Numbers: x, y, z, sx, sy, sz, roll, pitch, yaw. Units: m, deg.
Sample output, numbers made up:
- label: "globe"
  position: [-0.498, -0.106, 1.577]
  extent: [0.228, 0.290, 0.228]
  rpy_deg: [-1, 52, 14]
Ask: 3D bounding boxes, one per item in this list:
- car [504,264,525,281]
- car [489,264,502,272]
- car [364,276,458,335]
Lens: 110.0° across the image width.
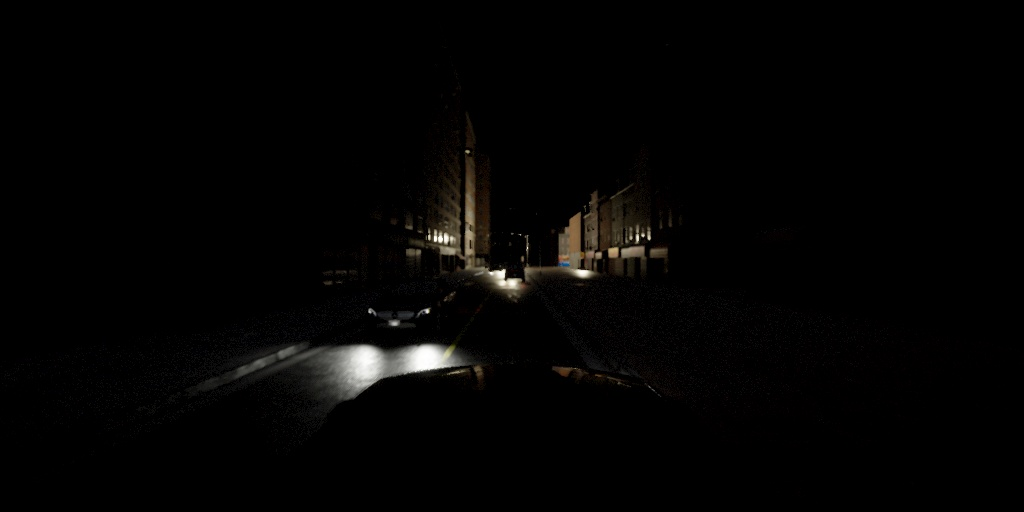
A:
- label: "car"
  position: [0.235, 1.548, 34.264]
  extent: [1.882, 1.535, 5.008]
  rpy_deg: [0, 0, 0]
- label: "car"
  position: [-2.558, 1.894, 56.812]
  extent: [1.994, 1.385, 4.181]
  rpy_deg: [0, -1, 0]
- label: "car"
  position: [-2.808, 1.365, 10.949]
  extent: [1.812, 1.442, 4.674]
  rpy_deg: [0, 0, 1]
